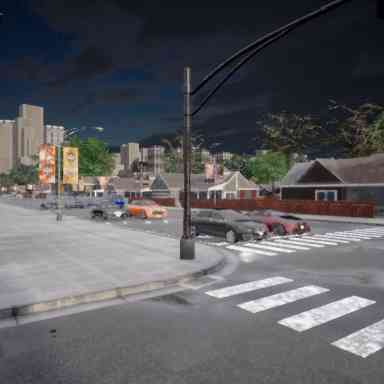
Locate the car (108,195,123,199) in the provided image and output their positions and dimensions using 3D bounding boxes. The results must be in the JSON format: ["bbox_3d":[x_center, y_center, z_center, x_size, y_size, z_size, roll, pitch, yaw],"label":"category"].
[{"bbox_3d":[-12.966,1.522,54.124,2.150,2.045,5.566,0,0,-36],"label":"car"}]

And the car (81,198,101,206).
[{"bbox_3d":[-19.115,1.906,62.605,2.033,1.411,5.357,0,0,-35],"label":"car"}]

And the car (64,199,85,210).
[{"bbox_3d":[-17.254,1.857,48.745,1.994,1.385,4.181,0,0,-35],"label":"car"}]

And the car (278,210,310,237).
[{"bbox_3d":[4.370,1.632,18.567,1.994,1.385,4.181,0,0,-40],"label":"car"}]

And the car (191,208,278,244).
[{"bbox_3d":[1.611,1.574,16.457,1.837,1.490,4.892,0,0,-35],"label":"car"}]

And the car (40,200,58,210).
[{"bbox_3d":[-20.342,1.846,47.490,2.033,1.411,5.357,0,0,-35],"label":"car"}]

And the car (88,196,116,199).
[{"bbox_3d":[-13.382,1.785,49.106,1.837,1.490,4.892,0,0,-35],"label":"car"}]

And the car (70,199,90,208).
[{"bbox_3d":[-19.431,1.886,57.591,2.033,1.411,5.357,0,0,-34],"label":"car"}]

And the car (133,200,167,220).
[{"bbox_3d":[-4.130,1.511,30.143,2.097,1.767,4.553,0,0,-35],"label":"car"}]

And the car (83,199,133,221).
[{"bbox_3d":[-7.450,1.656,29.195,2.128,1.511,4.902,0,0,-36],"label":"car"}]
